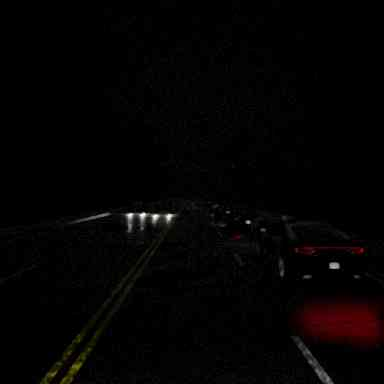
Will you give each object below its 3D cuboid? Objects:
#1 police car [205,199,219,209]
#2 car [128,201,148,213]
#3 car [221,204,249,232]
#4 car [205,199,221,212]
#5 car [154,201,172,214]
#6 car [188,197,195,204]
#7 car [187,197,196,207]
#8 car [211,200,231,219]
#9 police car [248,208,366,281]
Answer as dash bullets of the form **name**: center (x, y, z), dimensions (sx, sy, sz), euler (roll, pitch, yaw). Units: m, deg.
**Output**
- **police car**: center (3.169, 1.910, 54.050), dimensions (2.038, 1.542, 4.974), euler (0, -1, 0)
- **car**: center (-6.647, 1.818, 41.315), dimensions (1.812, 1.442, 4.674), euler (0, 0, 0)
- **car**: center (3.219, 1.703, 21.048), dimensions (1.994, 1.385, 4.181), euler (0, 0, 0)
- **car**: center (3.186, 1.739, 43.050), dimensions (2.033, 1.649, 4.856), euler (0, 0, 0)
- **car**: center (-3.396, 1.754, 39.324), dimensions (1.882, 1.535, 5.008), euler (0, 0, 0)
- **car**: center (-0.121, 2.049, 80.079), dimensions (1.837, 1.490, 4.892), euler (0, -1, 0)
- **car**: center (-0.095, 1.991, 63.342), dimensions (2.128, 1.511, 4.902), euler (0, -1, 0)
- **car**: center (3.202, 1.784, 32.048), dimensions (1.994, 1.385, 4.181), euler (0, 0, 0)
- **police car**: center (3.236, 1.489, 10.158), dimensions (1.930, 1.638, 5.238), euler (0, 0, 0)
